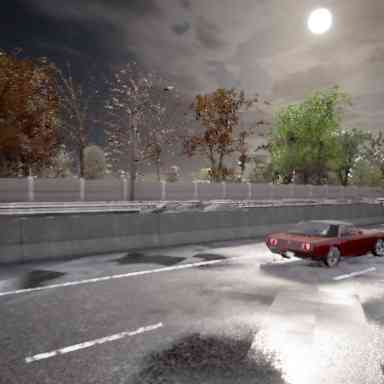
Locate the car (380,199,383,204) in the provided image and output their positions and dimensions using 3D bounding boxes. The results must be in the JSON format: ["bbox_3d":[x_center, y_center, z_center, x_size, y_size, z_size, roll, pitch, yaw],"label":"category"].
[{"bbox_3d":[31.828,1.431,52.384,5.566,2.045,2.150,0,0,-35],"label":"car"}]

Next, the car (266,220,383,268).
[{"bbox_3d":[4.824,1.633,11.480,4.718,1.301,1.895,0,0,-36],"label":"car"}]

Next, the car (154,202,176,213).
[{"bbox_3d":[-0.138,1.548,25.383,4.892,1.490,1.837,0,0,-35],"label":"car"}]

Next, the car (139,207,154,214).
[{"bbox_3d":[-2.215,1.569,28.215,4.674,1.442,1.812,0,0,-35],"label":"car"}]

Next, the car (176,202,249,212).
[{"bbox_3d":[1.697,1.520,22.393,5.008,1.535,1.882,0,0,-35],"label":"car"}]
